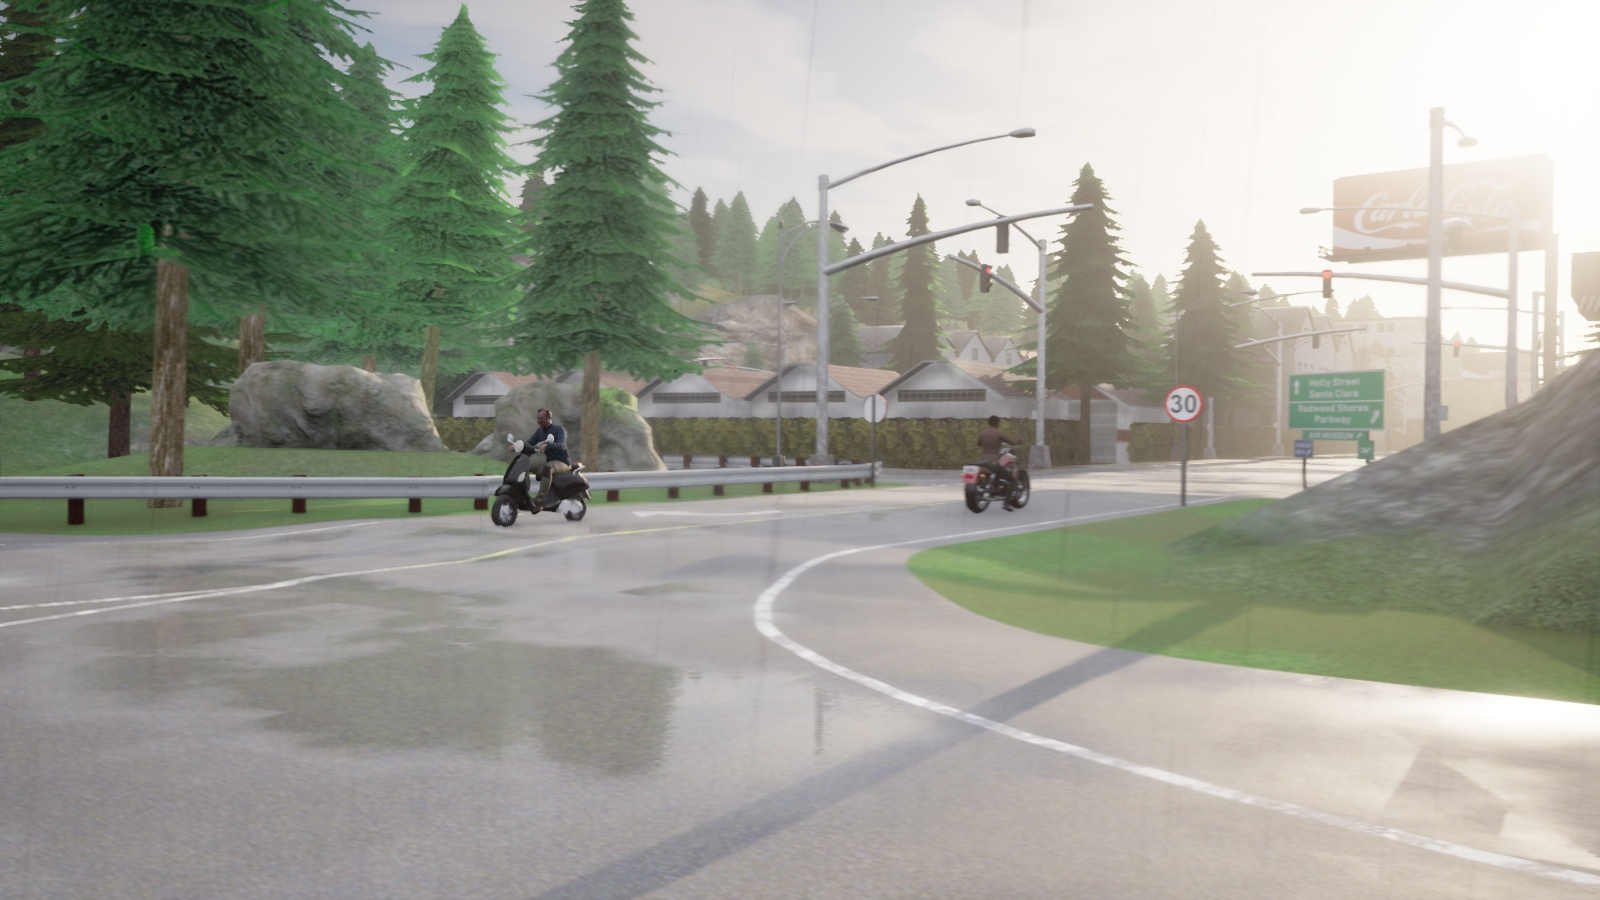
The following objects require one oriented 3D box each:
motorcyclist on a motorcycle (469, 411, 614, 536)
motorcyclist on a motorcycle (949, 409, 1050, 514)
[{"bbox_3d":[-3.476,0.288,17.016,0.866,1.590,1.817,0,1,34],"label":"motorcyclist on a motorcycle"},{"bbox_3d":[3.380,0.168,21.063,0.766,1.649,2.350,0,1,33],"label":"motorcyclist on a motorcycle"}]
